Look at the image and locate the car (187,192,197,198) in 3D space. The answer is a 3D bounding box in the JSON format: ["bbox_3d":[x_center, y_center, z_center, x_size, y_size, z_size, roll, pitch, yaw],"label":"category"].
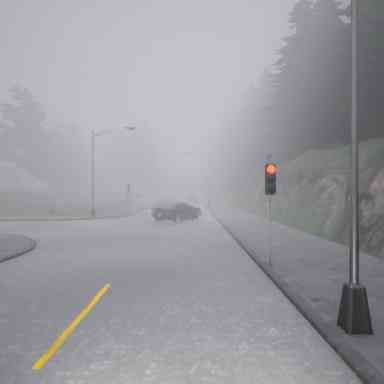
[{"bbox_3d":[-0.028,1.352,68.291,2.097,1.767,4.553,0,0,0],"label":"car"}]

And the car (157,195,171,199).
[{"bbox_3d":[-4.103,1.526,43.481,1.812,1.442,4.674,0,0,0],"label":"car"}]

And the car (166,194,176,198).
[{"bbox_3d":[-4.113,1.477,53.772,1.882,1.535,5.008,0,0,0],"label":"car"}]

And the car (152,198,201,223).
[{"bbox_3d":[-1.088,1.478,25.716,1.882,1.535,5.008,1,1,30],"label":"car"}]

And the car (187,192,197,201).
[{"bbox_3d":[-0.033,1.108,78.387,2.150,2.045,5.566,0,0,0],"label":"car"}]

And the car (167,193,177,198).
[{"bbox_3d":[-4.068,1.221,64.451,2.150,2.045,5.566,0,0,0],"label":"car"}]
